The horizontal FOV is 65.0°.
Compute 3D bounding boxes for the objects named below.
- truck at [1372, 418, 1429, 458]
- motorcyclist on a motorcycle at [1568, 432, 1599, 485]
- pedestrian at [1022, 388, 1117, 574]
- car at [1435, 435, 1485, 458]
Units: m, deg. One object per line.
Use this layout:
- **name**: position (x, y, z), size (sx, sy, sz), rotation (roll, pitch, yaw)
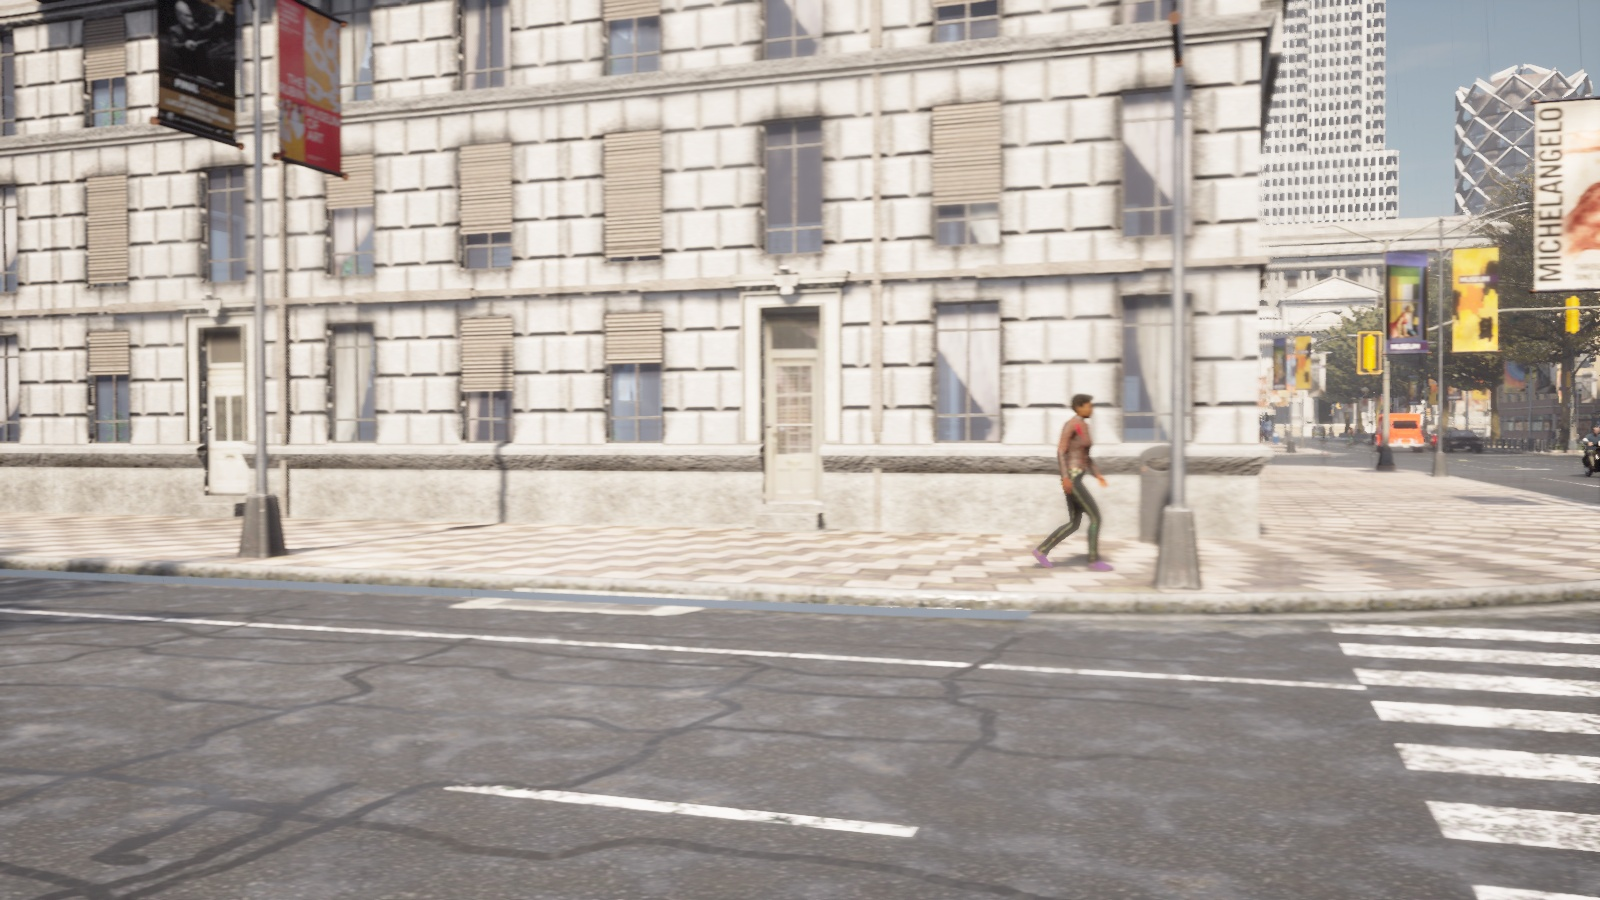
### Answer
- **truck**: position (38.132, -0.796, 79.867), size (2.627, 2.467, 5.204), rotation (1, 1, 19)
- **motorcyclist on a motorcycle**: position (24.524, 0.251, 38.764), size (0.866, 1.590, 1.817), rotation (0, 1, 14)
- **pedestrian**: position (2.689, 0.293, 12.540), size (0.869, 1.805, 0.328), rotation (1, 1, 26)
- **car**: position (41.817, -0.244, 79.663), size (2.033, 1.411, 5.357), rotation (1, 1, 19)
